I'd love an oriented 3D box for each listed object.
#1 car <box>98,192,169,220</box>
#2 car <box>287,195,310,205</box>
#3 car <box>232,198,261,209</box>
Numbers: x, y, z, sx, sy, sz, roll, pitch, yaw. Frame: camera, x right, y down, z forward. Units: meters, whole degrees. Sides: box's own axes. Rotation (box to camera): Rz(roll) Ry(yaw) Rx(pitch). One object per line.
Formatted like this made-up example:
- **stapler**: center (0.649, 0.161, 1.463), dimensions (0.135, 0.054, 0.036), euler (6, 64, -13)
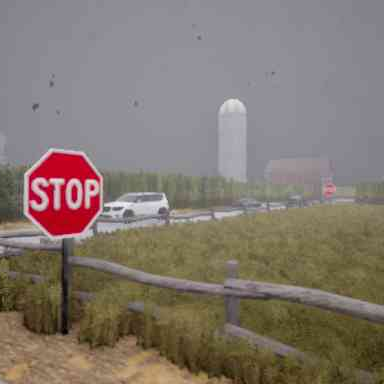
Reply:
- **car**: center (-3.905, 1.039, 23.276), dimensions (2.150, 2.045, 5.566), euler (1, 1, 35)
- **car**: center (13.561, 1.188, 42.375), dimensions (1.837, 1.490, 4.892), euler (1, 2, 36)
- **car**: center (6.154, 1.352, 37.373), dimensions (1.994, 1.385, 4.181), euler (1, 1, 35)
